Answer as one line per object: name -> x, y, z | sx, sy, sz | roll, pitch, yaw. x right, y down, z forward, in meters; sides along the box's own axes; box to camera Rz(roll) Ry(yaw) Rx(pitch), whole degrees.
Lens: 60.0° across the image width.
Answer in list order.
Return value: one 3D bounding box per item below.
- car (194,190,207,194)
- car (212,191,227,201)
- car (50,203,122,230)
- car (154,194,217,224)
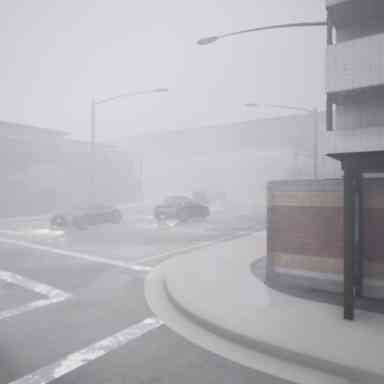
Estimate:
car -> 1.001, 0.612, 39.854 | 2.097, 1.767, 4.553 | 0, 1, 3
car -> 4.021, 0.626, 51.928 | 1.837, 1.490, 4.892 | 0, 1, -11
car -> -6.090, 1.326, 19.560 | 1.994, 1.385, 4.181 | 0, 1, 32
car -> -0.548, 1.162, 21.719 | 2.128, 1.511, 4.902 | 0, 1, 29
